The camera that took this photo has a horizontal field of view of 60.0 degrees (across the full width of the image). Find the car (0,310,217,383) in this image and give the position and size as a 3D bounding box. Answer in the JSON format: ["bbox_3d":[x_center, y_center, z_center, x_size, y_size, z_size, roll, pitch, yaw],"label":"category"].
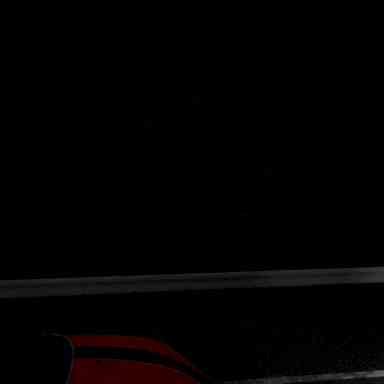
[{"bbox_3d":[-1.848,1.352,1.669,4.553,1.767,2.097,0,0,-6],"label":"car"}]
